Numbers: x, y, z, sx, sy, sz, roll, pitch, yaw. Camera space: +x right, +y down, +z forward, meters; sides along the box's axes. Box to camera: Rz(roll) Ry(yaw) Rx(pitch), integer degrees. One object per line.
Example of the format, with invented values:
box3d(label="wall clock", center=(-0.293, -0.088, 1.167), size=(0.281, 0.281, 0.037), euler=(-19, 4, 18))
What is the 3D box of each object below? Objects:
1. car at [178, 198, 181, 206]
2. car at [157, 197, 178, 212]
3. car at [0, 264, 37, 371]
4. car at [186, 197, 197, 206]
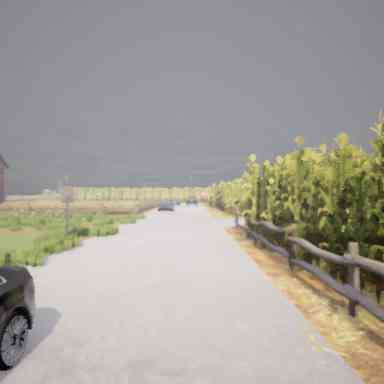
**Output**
box3d(label="car", center=(-3.131, 1.790, 63.138), size=(2.128, 1.511, 4.902), euler=(0, 0, 0))
box3d(label="car", center=(-3.205, 1.744, 41.672), size=(2.033, 1.411, 5.357), euler=(0, 0, 0))
box3d(label="car", center=(-3.187, 1.507, 2.926), size=(2.128, 1.511, 4.902), euler=(0, 0, 0))
box3d(label="car", center=(-0.027, 1.649, 63.319), size=(2.097, 1.767, 4.553), euler=(0, 0, 0))
